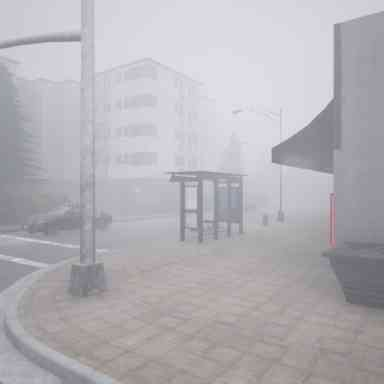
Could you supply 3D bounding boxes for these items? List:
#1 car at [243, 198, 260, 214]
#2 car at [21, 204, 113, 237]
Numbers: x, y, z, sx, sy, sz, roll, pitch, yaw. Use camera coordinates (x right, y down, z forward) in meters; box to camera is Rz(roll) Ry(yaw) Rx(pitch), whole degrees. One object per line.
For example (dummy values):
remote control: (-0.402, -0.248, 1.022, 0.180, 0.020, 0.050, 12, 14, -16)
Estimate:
car: (5.023, 1.327, 32.552, 1.837, 1.490, 4.892, 0, 0, 36)
car: (-6.200, 1.349, 17.067, 1.812, 1.442, 4.674, 0, 0, 37)
